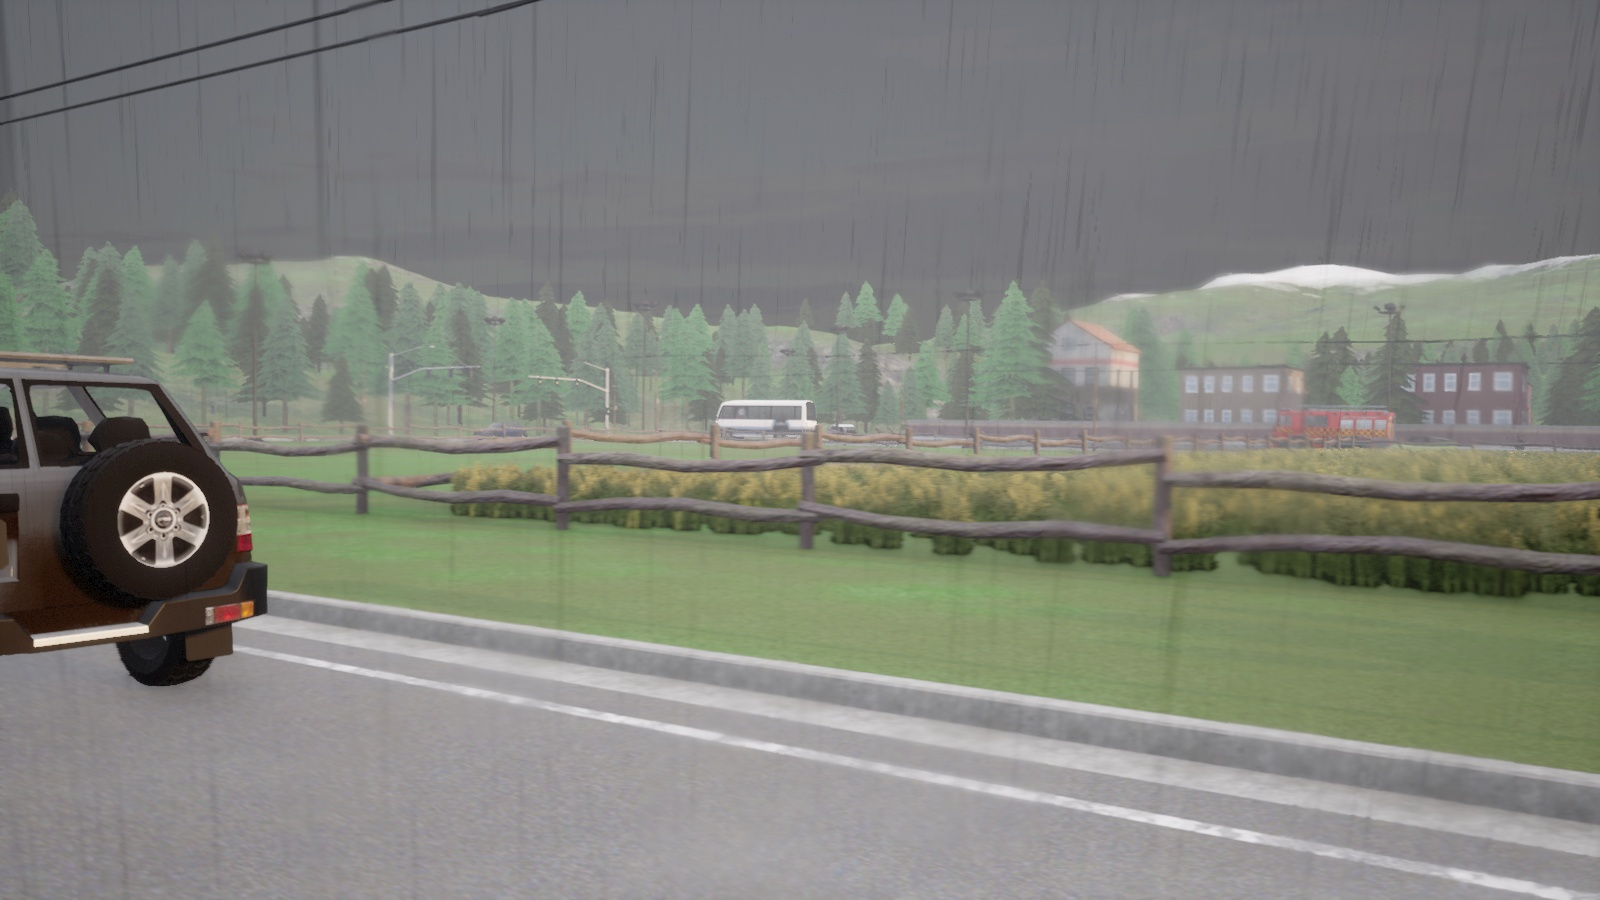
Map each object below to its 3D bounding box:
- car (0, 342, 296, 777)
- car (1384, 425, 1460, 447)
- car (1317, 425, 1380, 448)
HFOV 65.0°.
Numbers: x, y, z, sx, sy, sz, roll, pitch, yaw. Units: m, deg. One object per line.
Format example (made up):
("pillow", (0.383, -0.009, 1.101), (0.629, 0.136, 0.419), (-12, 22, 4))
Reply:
("car", (-5.079, 0.447, 6.992), (4.605, 1.855, 1.932), (0, 1, 34))
("car", (43.027, -0.975, 86.882), (4.514, 1.525, 2.007), (0, 1, 34))
("car", (37.684, -0.912, 86.253), (3.705, 1.549, 1.789), (1, 1, 34))
